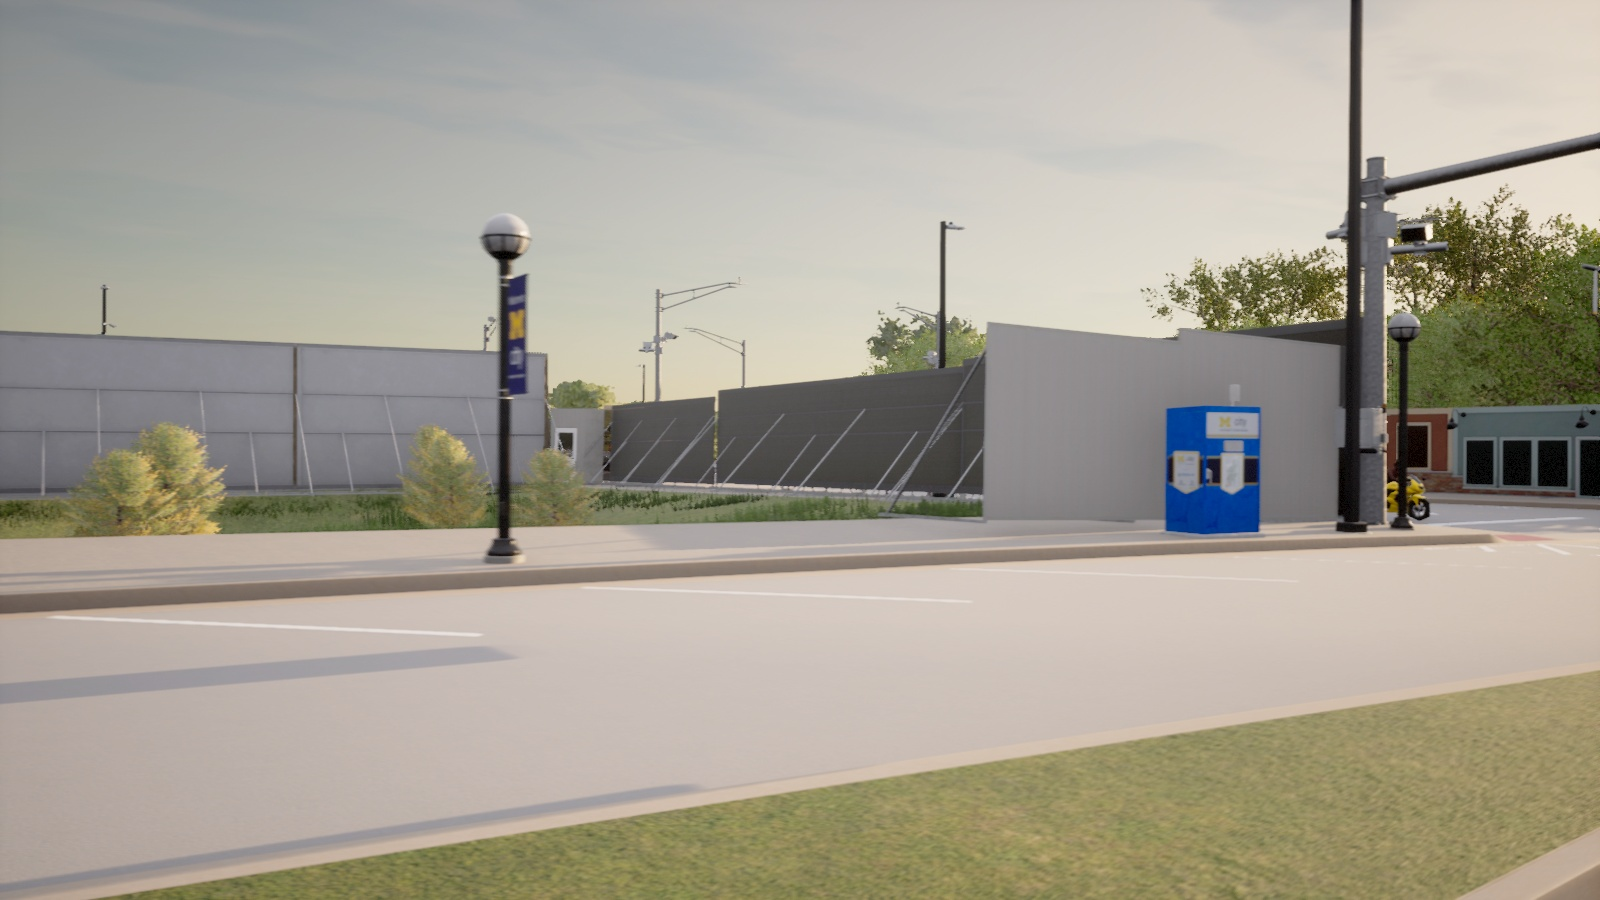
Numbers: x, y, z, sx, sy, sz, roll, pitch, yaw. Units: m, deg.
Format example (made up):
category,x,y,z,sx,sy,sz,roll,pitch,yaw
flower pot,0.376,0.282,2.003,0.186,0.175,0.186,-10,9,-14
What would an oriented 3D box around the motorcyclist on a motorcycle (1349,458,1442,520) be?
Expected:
category,x,y,z,sx,sy,sz,roll,pitch,yaw
motorcyclist on a motorcycle,15.099,0.961,31.906,0.797,1.523,2.044,0,0,-29
